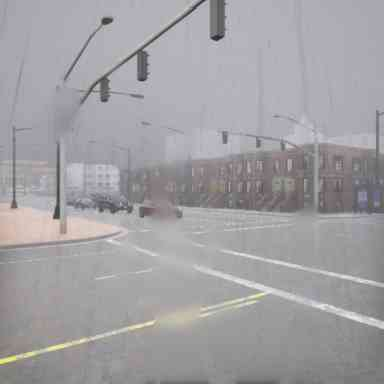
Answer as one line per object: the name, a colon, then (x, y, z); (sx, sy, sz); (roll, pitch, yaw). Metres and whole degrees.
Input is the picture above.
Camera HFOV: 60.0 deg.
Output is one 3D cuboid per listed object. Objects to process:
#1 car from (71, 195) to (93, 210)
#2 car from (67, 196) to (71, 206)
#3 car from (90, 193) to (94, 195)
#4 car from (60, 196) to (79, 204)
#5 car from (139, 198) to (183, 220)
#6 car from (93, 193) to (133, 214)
car: (-14.225, 1.526, 44.293); (1.812, 1.442, 4.674); (0, 0, -35)
car: (-20.027, 1.564, 52.421); (1.994, 1.385, 4.181); (0, 0, -35)
car: (-14.846, 1.222, 51.460); (2.150, 2.045, 5.566); (0, 0, -35)
car: (-23.415, 1.547, 63.394); (2.033, 1.411, 5.357); (0, 0, -36)
car: (-2.720, 1.352, 28.259); (2.097, 1.767, 4.553); (0, 0, -35)
car: (-8.434, 1.221, 36.198); (2.150, 2.045, 5.566); (0, 0, -36)
